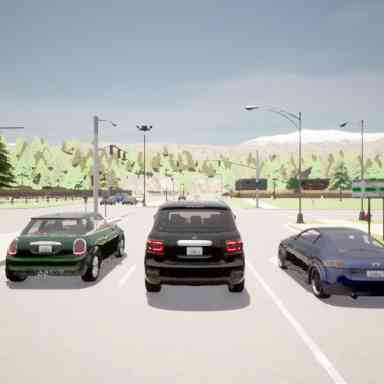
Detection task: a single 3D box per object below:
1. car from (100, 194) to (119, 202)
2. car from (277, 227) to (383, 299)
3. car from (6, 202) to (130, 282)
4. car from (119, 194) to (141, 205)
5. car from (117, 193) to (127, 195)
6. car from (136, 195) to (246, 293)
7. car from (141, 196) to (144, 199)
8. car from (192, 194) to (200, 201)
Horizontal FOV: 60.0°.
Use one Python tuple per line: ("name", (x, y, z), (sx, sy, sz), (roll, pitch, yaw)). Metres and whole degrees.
("car", (-14.410, 1.564, 57.181), (1.994, 1.385, 4.181), (0, 0, 1))
("car", (3.575, 1.564, 8.485), (1.994, 1.385, 4.181), (0, 0, 0))
("car", (-3.420, 1.352, 9.924), (2.097, 1.767, 4.553), (0, 0, 0))
("car", (-10.882, 1.547, 58.268), (2.033, 1.411, 5.357), (0, 0, 1))
("car", (-14.207, 1.221, 66.535), (2.150, 2.045, 5.566), (0, 0, 1))
("car", (0.072, 1.221, 9.030), (2.150, 2.045, 5.566), (0, 0, 0))
("car", (-10.679, 1.525, 67.850), (1.812, 1.442, 4.674), (0, 0, 1))
("car", (1.089, 1.310, 83.377), (1.882, 1.535, 5.008), (0, 0, 1))
